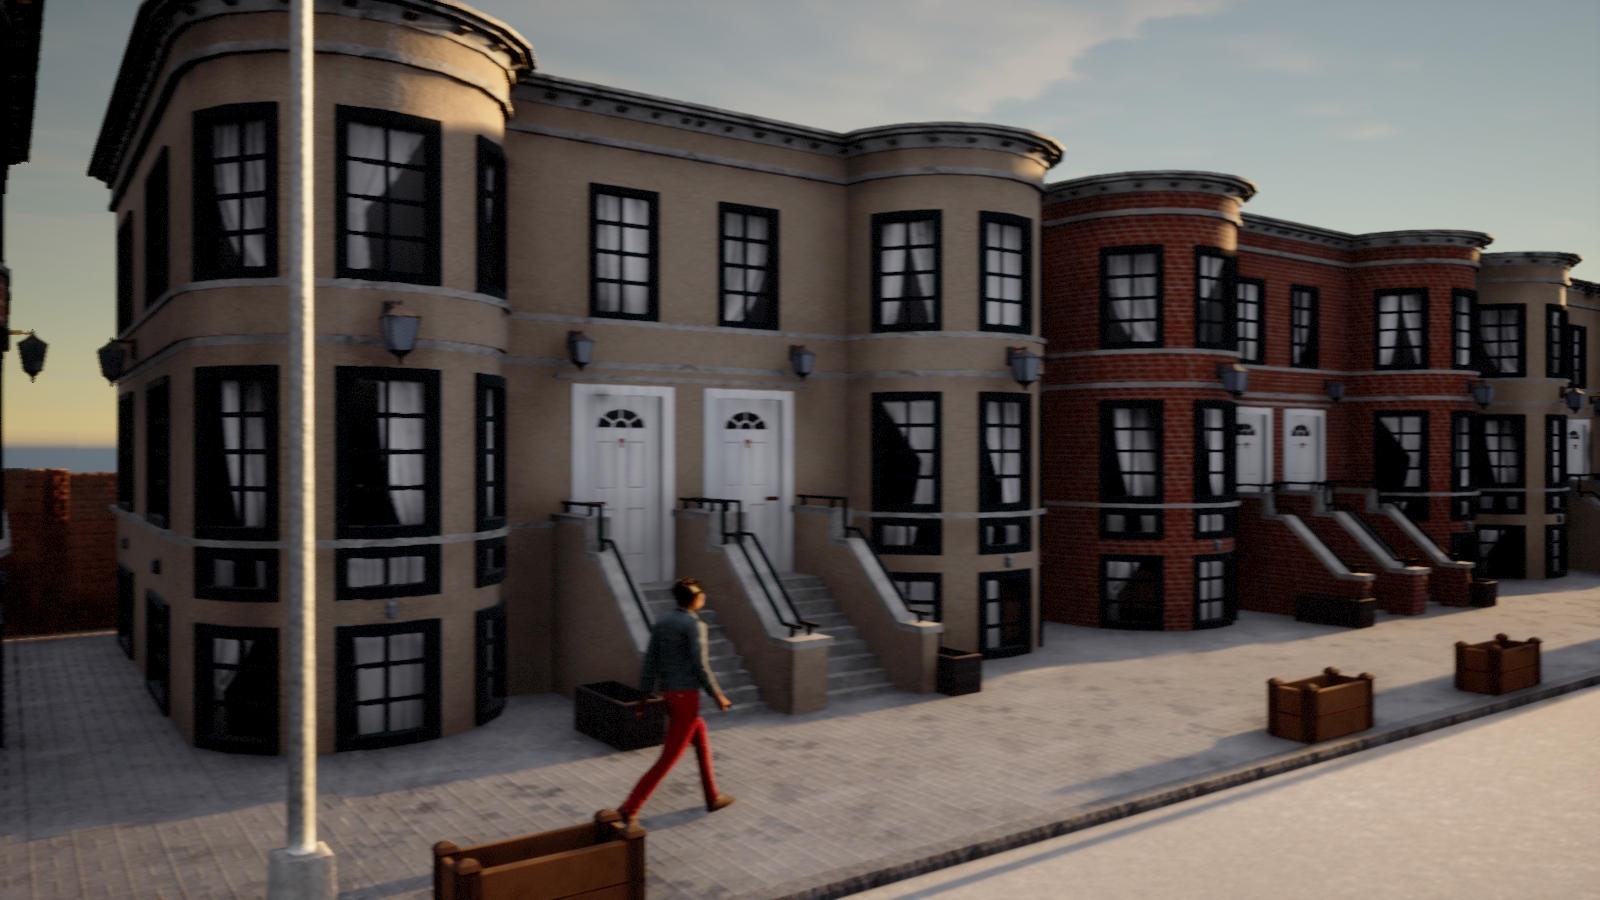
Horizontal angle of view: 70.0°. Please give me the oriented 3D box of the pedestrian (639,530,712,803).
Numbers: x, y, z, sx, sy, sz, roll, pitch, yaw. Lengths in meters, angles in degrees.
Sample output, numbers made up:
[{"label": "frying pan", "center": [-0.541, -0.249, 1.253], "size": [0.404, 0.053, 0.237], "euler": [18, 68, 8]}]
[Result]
[{"label": "pedestrian", "center": [-0.896, 1.525, 8.206], "size": [0.375, 1.860, 0.375], "euler": [0, 0, -40]}]
